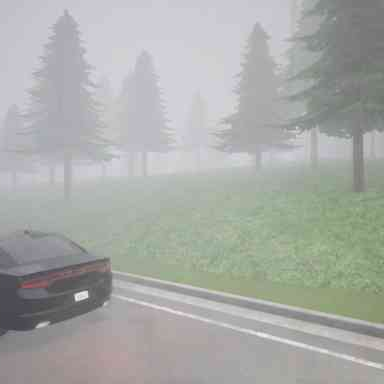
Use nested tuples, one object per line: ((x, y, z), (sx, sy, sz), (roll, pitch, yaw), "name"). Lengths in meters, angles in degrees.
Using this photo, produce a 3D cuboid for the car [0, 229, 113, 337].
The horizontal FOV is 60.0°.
((-3.749, 1.478, 6.650), (5.008, 1.535, 1.882), (0, 0, 35), "car")
